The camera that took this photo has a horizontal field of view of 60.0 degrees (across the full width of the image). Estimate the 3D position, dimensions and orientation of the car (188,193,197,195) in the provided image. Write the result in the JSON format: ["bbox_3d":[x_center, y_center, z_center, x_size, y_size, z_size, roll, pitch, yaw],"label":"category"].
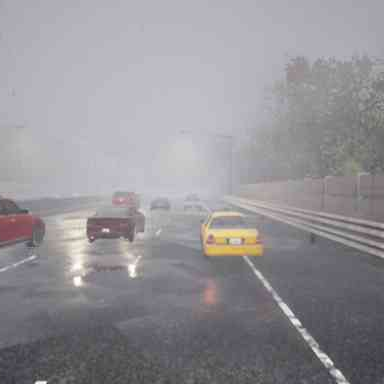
[{"bbox_3d":[0.059,0.952,48.312,2.097,1.767,4.553,0,1,0],"label":"car"}]

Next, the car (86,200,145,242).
[{"bbox_3d":[-3.384,1.343,15.574,1.882,1.535,5.008,0,0,0],"label":"car"}]

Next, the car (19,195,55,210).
[{"bbox_3d":[-17.556,1.185,37.965,1.837,1.490,4.892,0,0,0],"label":"car"}]

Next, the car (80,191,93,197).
[{"bbox_3d":[-24.424,0.650,77.513,2.097,1.767,4.553,0,0,0],"label":"car"}]

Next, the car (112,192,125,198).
[{"bbox_3d":[-17.423,0.721,79.140,2.128,1.511,4.902,0,0,0],"label":"car"}]

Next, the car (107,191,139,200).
[{"bbox_3d":[-6.865,0.922,34.847,2.150,2.045,5.566,0,0,0],"label":"car"}]

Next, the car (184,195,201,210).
[{"bbox_3d":[0.093,1.290,37.051,1.895,1.301,4.718,0,0,0],"label":"car"}]

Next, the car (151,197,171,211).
[{"bbox_3d":[-3.363,1.257,36.518,1.994,1.385,4.181,0,0,0],"label":"car"}]

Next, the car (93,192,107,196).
[{"bbox_3d":[-20.924,0.773,77.480,1.882,1.535,5.008,0,0,0],"label":"car"}]

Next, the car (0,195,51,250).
[{"bbox_3d":[-6.892,1.126,10.807,2.150,2.045,5.566,0,0,0],"label":"car"}]

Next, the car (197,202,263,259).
[{"bbox_3d":[1.237,1.351,12.012,1.801,1.575,5.366,0,0,0],"label":"car"}]

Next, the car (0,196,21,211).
[{"bbox_3d":[-21.062,1.241,36.268,2.033,1.411,5.357,0,0,0],"label":"car"}]
